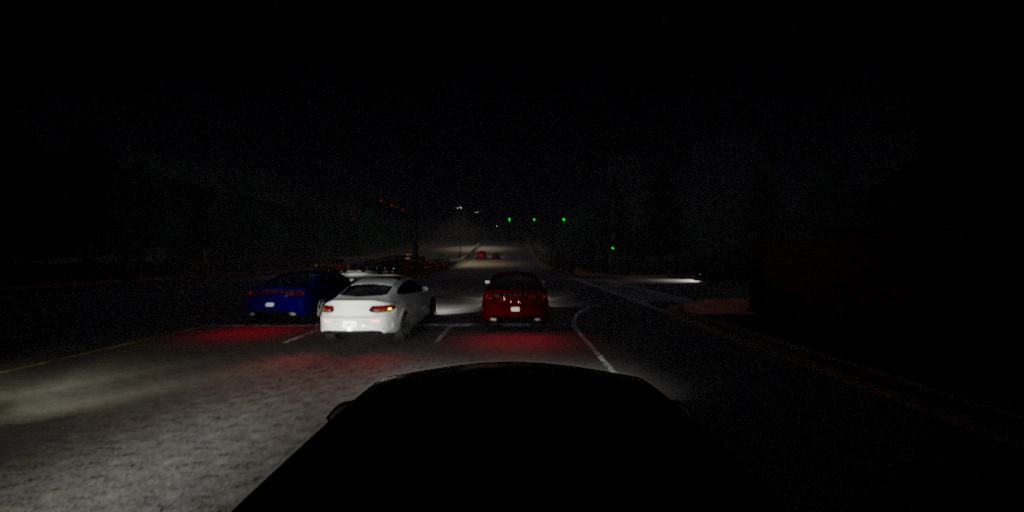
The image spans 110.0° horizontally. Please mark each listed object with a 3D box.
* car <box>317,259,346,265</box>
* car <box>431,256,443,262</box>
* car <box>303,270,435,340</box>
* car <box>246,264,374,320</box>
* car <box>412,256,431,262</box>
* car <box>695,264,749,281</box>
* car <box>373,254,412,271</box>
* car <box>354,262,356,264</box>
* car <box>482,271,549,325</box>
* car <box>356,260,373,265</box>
[{"bbox_3d":[-21.105,1.107,41.846,2.097,1.767,4.553,0,0,0],"label":"car"},{"bbox_3d":[-14.062,1.208,63.274,1.837,1.490,4.892,0,1,0],"label":"car"},{"bbox_3d":[-3.411,1.277,9.854,1.812,1.442,4.674,0,0,0],"label":"car"},{"bbox_3d":[-6.907,1.229,12.700,1.882,1.535,5.008,0,0,0],"label":"car"},{"bbox_3d":[-14.094,0.978,52.943,2.150,2.045,5.566,0,0,0],"label":"car"},{"bbox_3d":[17.340,1.317,29.262,4.181,1.385,1.994,0,0,0],"label":"car"},{"bbox_3d":[-14.104,0.976,42.574,2.150,2.045,5.566,0,0,0],"label":"car"},{"bbox_3d":[-21.093,1.282,50.826,1.812,1.442,4.674,0,0,0],"label":"car"},{"bbox_3d":[0.093,1.228,11.821,1.882,1.535,5.008,0,0,0],"label":"car"},{"bbox_3d":[-17.609,1.247,45.927,2.128,1.511,4.902,0,0,0],"label":"car"}]
